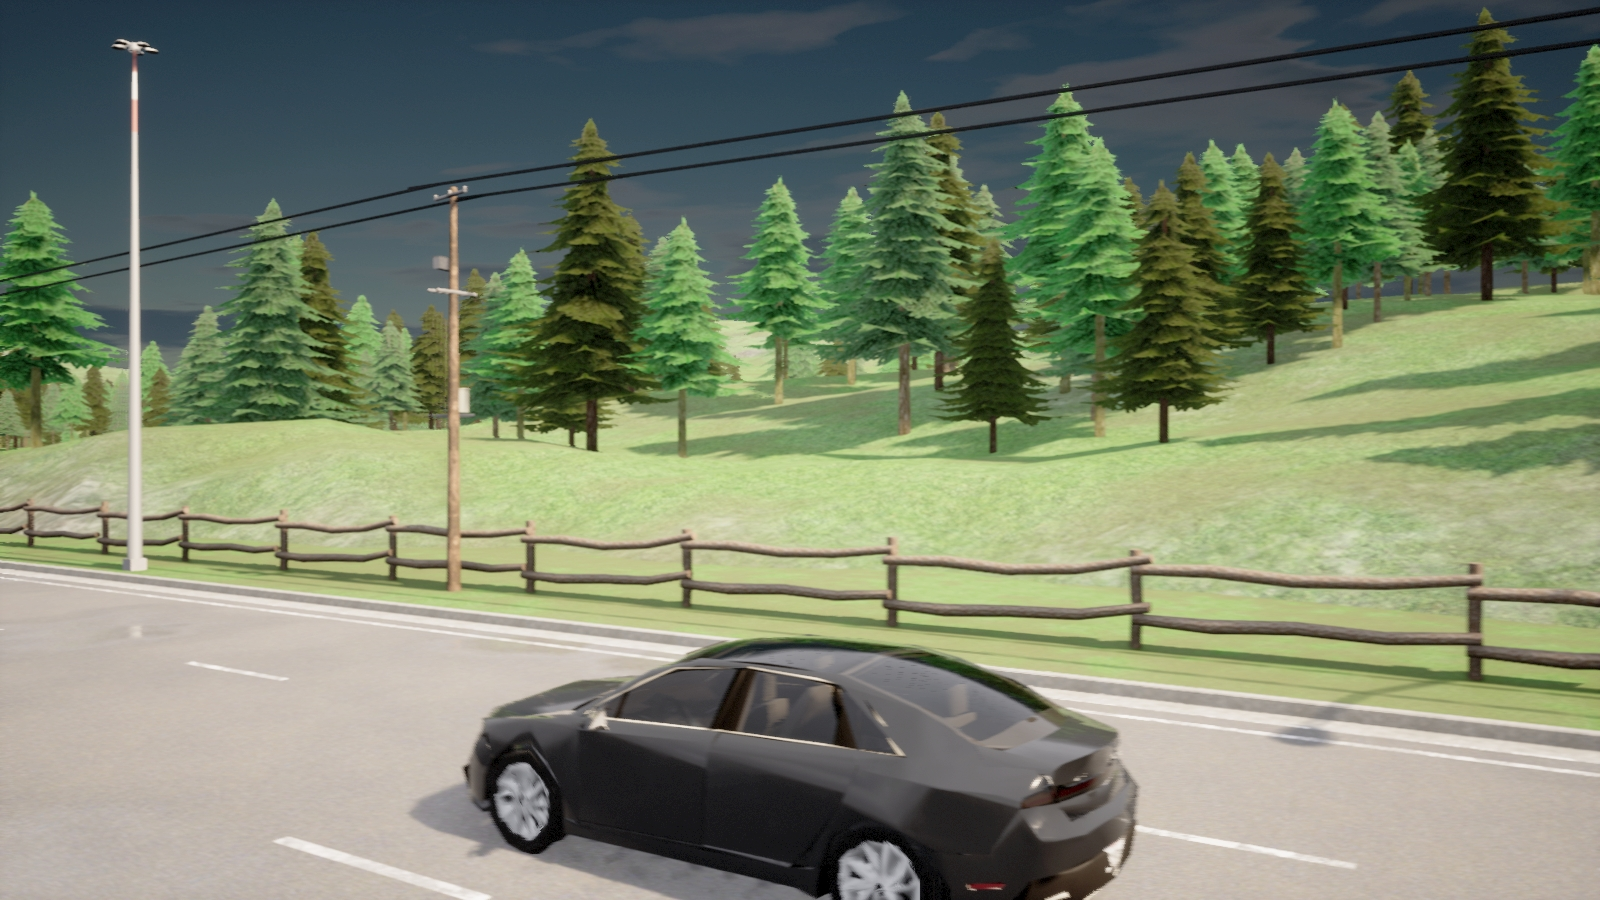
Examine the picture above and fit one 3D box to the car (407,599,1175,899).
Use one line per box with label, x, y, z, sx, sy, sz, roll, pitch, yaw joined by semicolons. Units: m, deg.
car;-0.204;2.061;7.886;4.892;1.480;2.231;0;0;34
